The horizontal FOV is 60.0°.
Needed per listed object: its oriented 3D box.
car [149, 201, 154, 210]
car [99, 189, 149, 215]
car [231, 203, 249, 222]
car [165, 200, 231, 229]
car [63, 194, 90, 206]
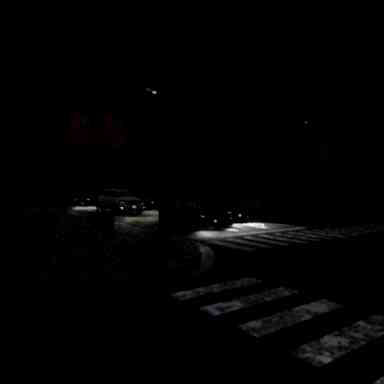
[{"bbox_3d":[-5.613,1.069,33.157,1.895,1.301,4.718,0,1,-35],"label":"car"},{"bbox_3d":[-6.085,0.750,28.216,2.150,2.045,5.566,0,1,-35],"label":"car"},{"bbox_3d":[1.871,1.260,22.613,1.994,1.385,4.181,0,1,-35],"label":"car"},{"bbox_3d":[-0.093,1.239,19.777,1.812,1.442,4.674,0,1,-35],"label":"car"},{"bbox_3d":[-13.338,0.918,38.445,1.895,1.301,4.718,0,1,-35],"label":"car"}]
